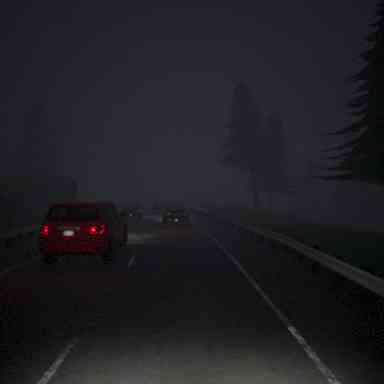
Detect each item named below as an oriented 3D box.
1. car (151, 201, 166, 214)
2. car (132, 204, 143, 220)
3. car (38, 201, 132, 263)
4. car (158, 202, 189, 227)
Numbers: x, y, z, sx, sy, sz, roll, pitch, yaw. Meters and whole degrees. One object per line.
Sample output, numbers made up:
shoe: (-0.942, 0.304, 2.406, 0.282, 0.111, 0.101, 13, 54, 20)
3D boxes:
car: (-3.932, 1.850, 41.224, 1.882, 1.535, 5.008, 0, -1, -12)
car: (-5.540, 1.807, 30.682, 1.812, 1.442, 4.674, 0, -1, -8)
car: (-3.822, 1.340, 12.584, 2.150, 2.045, 5.566, 0, -1, -3)
car: (-1.279, 1.712, 24.644, 2.128, 1.511, 4.902, 0, -1, -6)
